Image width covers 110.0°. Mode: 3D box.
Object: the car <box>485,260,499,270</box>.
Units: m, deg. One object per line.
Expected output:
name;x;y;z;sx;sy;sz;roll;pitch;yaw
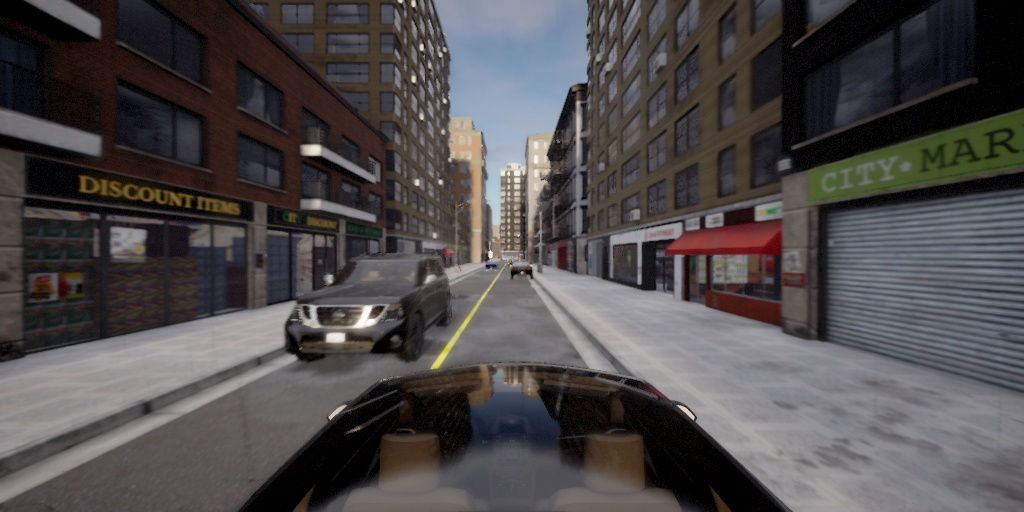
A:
car;-2.829;1.287;51.080;1.895;1.301;4.718;0;0;0

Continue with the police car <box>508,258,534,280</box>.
police car;0.816;1.144;31.146;1.930;1.638;5.238;0;0;0

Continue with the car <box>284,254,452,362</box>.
car;-2.853;0.967;8.560;2.150;2.045;5.566;0;0;0
